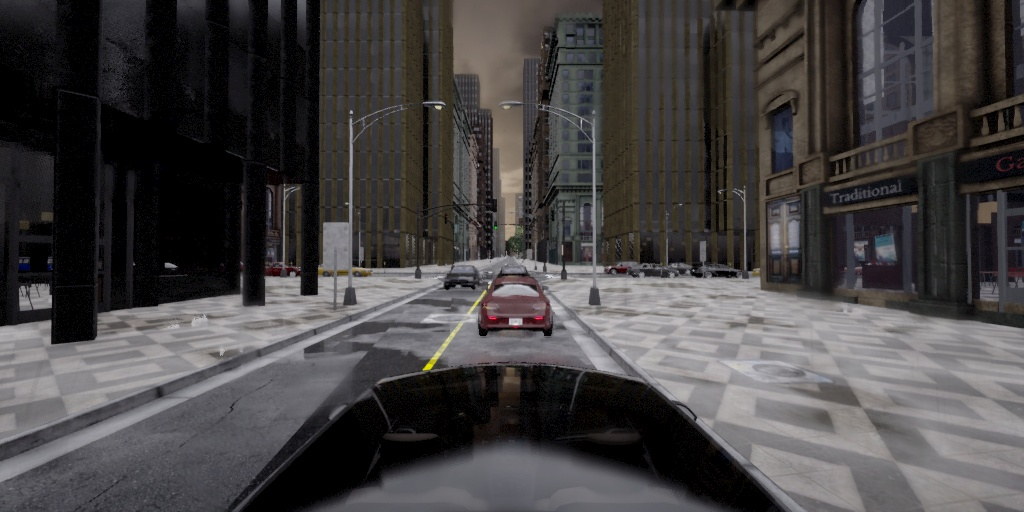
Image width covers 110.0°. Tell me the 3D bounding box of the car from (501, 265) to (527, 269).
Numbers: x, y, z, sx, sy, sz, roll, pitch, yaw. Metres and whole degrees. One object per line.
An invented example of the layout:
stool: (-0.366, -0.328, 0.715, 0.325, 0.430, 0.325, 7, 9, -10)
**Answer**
car: (0.093, 1.248, 19.754, 2.128, 1.511, 4.902, 0, 0, 0)

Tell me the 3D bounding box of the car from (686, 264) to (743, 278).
car: (17.986, 1.330, 31.410, 4.313, 1.339, 1.948, 0, 0, 0)

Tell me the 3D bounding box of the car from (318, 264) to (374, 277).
car: (-14.603, 1.188, 31.288, 4.829, 1.417, 1.751, 0, 0, 0)

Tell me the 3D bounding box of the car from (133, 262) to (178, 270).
car: (-30.673, 1.196, 31.228, 4.313, 1.339, 1.948, 0, 0, 0)

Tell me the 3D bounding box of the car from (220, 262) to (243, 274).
car: (-30.973, 1.305, 39.751, 4.507, 1.381, 1.888, 0, 0, 0)

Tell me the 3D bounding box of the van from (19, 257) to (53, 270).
van: (-41.274, 0.956, 31.188, 3.998, 1.789, 1.690, 0, 0, 0)

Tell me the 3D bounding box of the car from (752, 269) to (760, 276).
car: (23.823, 1.314, 31.431, 4.829, 1.417, 1.751, 0, 0, 0)

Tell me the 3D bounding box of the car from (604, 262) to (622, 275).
car: (12.315, 1.313, 39.913, 4.097, 1.591, 1.967, 0, 0, 0)

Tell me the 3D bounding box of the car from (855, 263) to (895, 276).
car: (40.656, 1.455, 40.018, 4.097, 1.591, 1.967, 0, 0, 0)

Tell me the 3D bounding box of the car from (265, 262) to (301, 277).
car: (-20.073, 1.195, 31.268, 4.507, 1.381, 1.888, 0, 0, 0)

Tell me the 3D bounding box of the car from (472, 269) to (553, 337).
car: (0.088, 1.278, 10.211, 1.812, 1.442, 4.674, 0, 0, 0)

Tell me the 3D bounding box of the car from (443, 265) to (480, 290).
car: (-3.014, 1.304, 22.665, 2.033, 1.411, 5.357, 0, 0, 0)

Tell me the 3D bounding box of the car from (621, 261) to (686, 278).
car: (12.316, 1.294, 31.389, 4.403, 1.370, 2.007, 0, 0, 0)

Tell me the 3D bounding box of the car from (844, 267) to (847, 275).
car: (34.989, 1.561, 39.997, 4.207, 1.307, 1.802, 0, 0, 0)
